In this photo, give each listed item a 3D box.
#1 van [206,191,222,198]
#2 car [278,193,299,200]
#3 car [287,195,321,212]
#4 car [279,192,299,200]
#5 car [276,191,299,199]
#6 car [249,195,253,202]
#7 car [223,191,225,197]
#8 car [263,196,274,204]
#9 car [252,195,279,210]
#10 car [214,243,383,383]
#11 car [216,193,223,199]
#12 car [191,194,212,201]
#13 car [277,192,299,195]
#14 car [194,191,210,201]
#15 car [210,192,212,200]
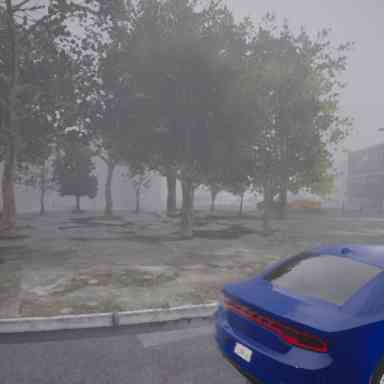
[{"bbox_3d":[6.266,0.780,94.946,4.442,1.987,1.878,0,1,14],"label":"van"},{"bbox_3d":[23.999,1.095,83.138,5.008,1.535,2.097,0,1,14],"label":"car"},{"bbox_3d":[12.854,1.449,38.680,1.882,1.535,5.008,-1,0,-17],"label":"car"},{"bbox_3d":[23.336,1.010,80.309,4.553,1.767,2.185,0,1,14],"label":"car"},{"bbox_3d":[25.335,0.768,88.400,5.566,2.045,2.435,0,1,14],"label":"car"},{"bbox_3d":[13.188,1.309,71.412,1.812,1.442,4.674,0,1,14],"label":"car"},{"bbox_3d":[5.674,1.040,92.255,5.366,1.575,1.946,0,1,14],"label":"car"},{"bbox_3d":[14.478,1.443,63.272,1.895,1.301,4.718,0,0,12],"label":"car"},{"bbox_3d":[9.380,1.448,40.442,1.882,1.535,5.008,-1,0,-8],"label":"car"},{"bbox_3d":[2.680,1.474,4.635,5.008,1.535,1.882,0,0,-29],"label":"car"},{"bbox_3d":[4.806,0.829,89.626,5.566,2.045,2.435,0,1,14],"label":"car"},{"bbox_3d":[2.196,1.257,78.911,4.674,1.452,2.002,0,1,14],"label":"car"},{"bbox_3d":[19.970,1.311,66.949,4.792,1.488,2.163,0,0,14],"label":"car"},{"bbox_3d":[0.903,1.147,73.544,4.553,1.767,2.185,0,0,14],"label":"car"},{"bbox_3d":[1.529,1.247,76.236,5.008,1.535,2.097,0,0,14],"label":"car"}]
